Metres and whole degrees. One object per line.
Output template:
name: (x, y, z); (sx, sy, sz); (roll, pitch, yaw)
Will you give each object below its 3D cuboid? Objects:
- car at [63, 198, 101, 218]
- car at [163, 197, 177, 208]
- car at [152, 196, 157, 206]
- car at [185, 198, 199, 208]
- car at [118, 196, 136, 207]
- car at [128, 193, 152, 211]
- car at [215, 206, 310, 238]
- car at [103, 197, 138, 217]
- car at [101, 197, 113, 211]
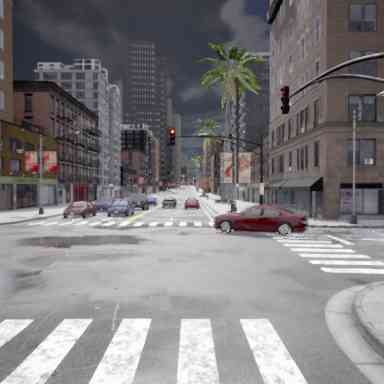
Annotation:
car: (-9.903, 1.516, 29.753); (1.812, 1.442, 4.674); (0, 0, 0)
car: (-3.242, 1.469, 48.792); (2.128, 1.511, 4.902); (0, 0, 0)
car: (-6.684, 1.449, 53.512); (1.882, 1.535, 5.008); (0, 0, 0)
car: (0.012, 1.543, 47.173); (1.994, 1.385, 4.181); (0, 0, 0)
car: (-9.938, 1.452, 51.157); (1.882, 1.535, 5.008); (0, 0, 0)
car: (-6.671, 1.206, 41.230); (2.150, 2.045, 5.566); (0, 0, 0)
car: (3.672, 1.479, 17.892); (5.008, 1.535, 1.882); (1, 1, 24)
car: (-6.660, 1.515, 31.538); (1.812, 1.442, 4.674); (0, 0, 0)
car: (-9.918, 1.338, 38.745); (2.097, 1.767, 4.553); (0, 0, 0)
